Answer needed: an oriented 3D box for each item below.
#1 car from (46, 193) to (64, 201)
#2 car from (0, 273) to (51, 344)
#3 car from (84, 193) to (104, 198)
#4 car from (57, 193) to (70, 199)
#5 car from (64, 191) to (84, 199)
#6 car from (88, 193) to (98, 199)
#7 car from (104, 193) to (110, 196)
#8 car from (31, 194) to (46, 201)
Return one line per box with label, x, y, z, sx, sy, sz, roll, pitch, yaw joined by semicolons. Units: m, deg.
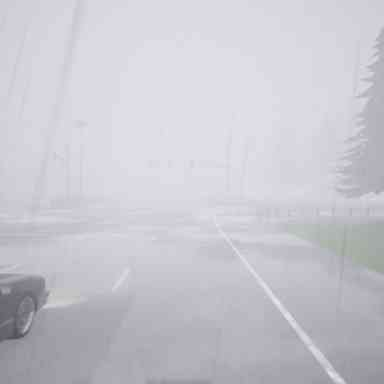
car;-28.533;1.128;71.175;2.128;1.511;4.902;0;0;0
car;-3.448;1.540;3.477;2.033;1.411;5.357;0;0;0
car;-21.550;1.186;73.032;1.895;1.301;4.718;0;0;0
car;-32.818;1.039;85.169;2.128;1.511;4.902;0;0;-7
car;-25.040;0.822;72.170;2.150;2.045;5.566;0;0;0
car;-26.249;1.019;88.359;2.128;1.511;4.902;0;0;-11
car;-22.795;1.030;88.942;2.033;1.411;5.357;0;0;-11
car;-32.024;1.133;70.075;1.812;1.442;4.674;0;0;0
